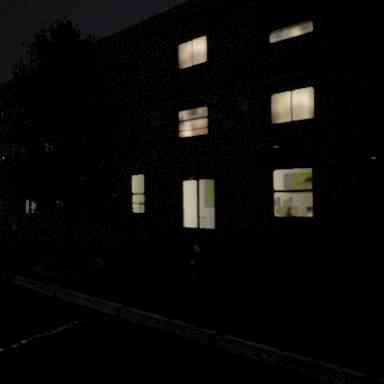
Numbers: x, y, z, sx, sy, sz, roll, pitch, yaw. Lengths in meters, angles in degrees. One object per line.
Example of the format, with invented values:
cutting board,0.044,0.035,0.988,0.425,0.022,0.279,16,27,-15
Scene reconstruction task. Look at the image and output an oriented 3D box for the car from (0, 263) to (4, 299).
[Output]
car,-5.563,1.582,6.857,4.313,1.339,1.947,0,-1,36
